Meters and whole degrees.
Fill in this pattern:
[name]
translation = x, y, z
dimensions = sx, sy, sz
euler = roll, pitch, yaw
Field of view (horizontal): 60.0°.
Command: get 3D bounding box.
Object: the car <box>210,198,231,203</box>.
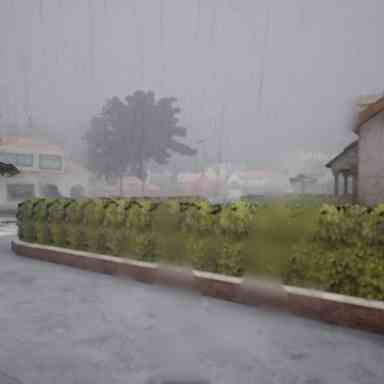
[car]
translation = 3.405, 1.548, 44.570
dimensions = 2.033, 1.411, 5.357
euler = 0, 0, 36
